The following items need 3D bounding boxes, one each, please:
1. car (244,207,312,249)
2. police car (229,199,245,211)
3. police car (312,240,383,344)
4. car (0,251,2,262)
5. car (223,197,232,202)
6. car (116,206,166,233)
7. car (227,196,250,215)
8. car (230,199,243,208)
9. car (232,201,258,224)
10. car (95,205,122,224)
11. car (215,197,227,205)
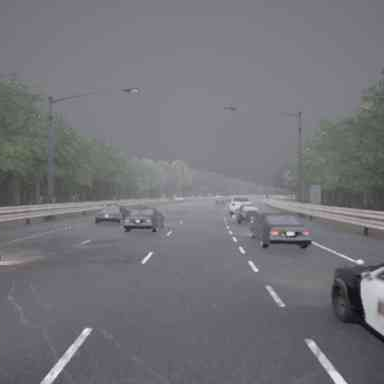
[{"bbox_3d":[3.803,1.630,15.036,2.033,1.411,5.357,0,0,2],"label":"car"},{"bbox_3d":[6.336,1.774,46.953,2.038,1.542,4.974,0,0,7],"label":"police car"},{"bbox_3d":[3.525,1.533,4.365,2.038,1.542,4.974,0,0,1],"label":"police car"},{"bbox_3d":[-6.763,1.599,8.349,1.994,1.385,4.181,0,0,1],"label":"car"},{"bbox_3d":[9.224,1.997,85.858,1.895,1.301,4.718,0,0,12],"label":"car"},{"bbox_3d":[-2.825,1.653,20.630,2.033,1.411,5.357,0,0,3],"label":"car"},{"bbox_3d":[5.212,1.425,36.369,2.150,2.045,5.566,0,0,5],"label":"car"},{"bbox_3d":[7.744,1.882,57.534,2.033,1.411,5.357,0,0,8],"label":"car"},{"bbox_3d":[4.365,1.667,25.696,1.812,1.442,4.674,0,0,4],"label":"car"},{"bbox_3d":[-6.001,1.696,25.900,1.994,1.385,4.181,0,0,4],"label":"car"},{"bbox_3d":[5.740,1.856,67.813,2.128,1.511,4.902,0,0,10],"label":"car"}]
